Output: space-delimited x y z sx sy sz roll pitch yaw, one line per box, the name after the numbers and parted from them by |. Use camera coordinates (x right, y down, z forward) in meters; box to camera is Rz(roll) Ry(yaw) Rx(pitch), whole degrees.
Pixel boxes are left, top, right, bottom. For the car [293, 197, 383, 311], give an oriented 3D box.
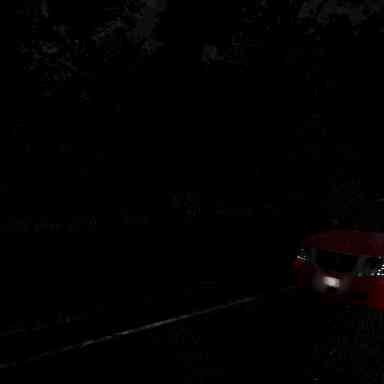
4.628 1.152 7.286 5.566 2.045 2.150 -1 0 -35 | car
